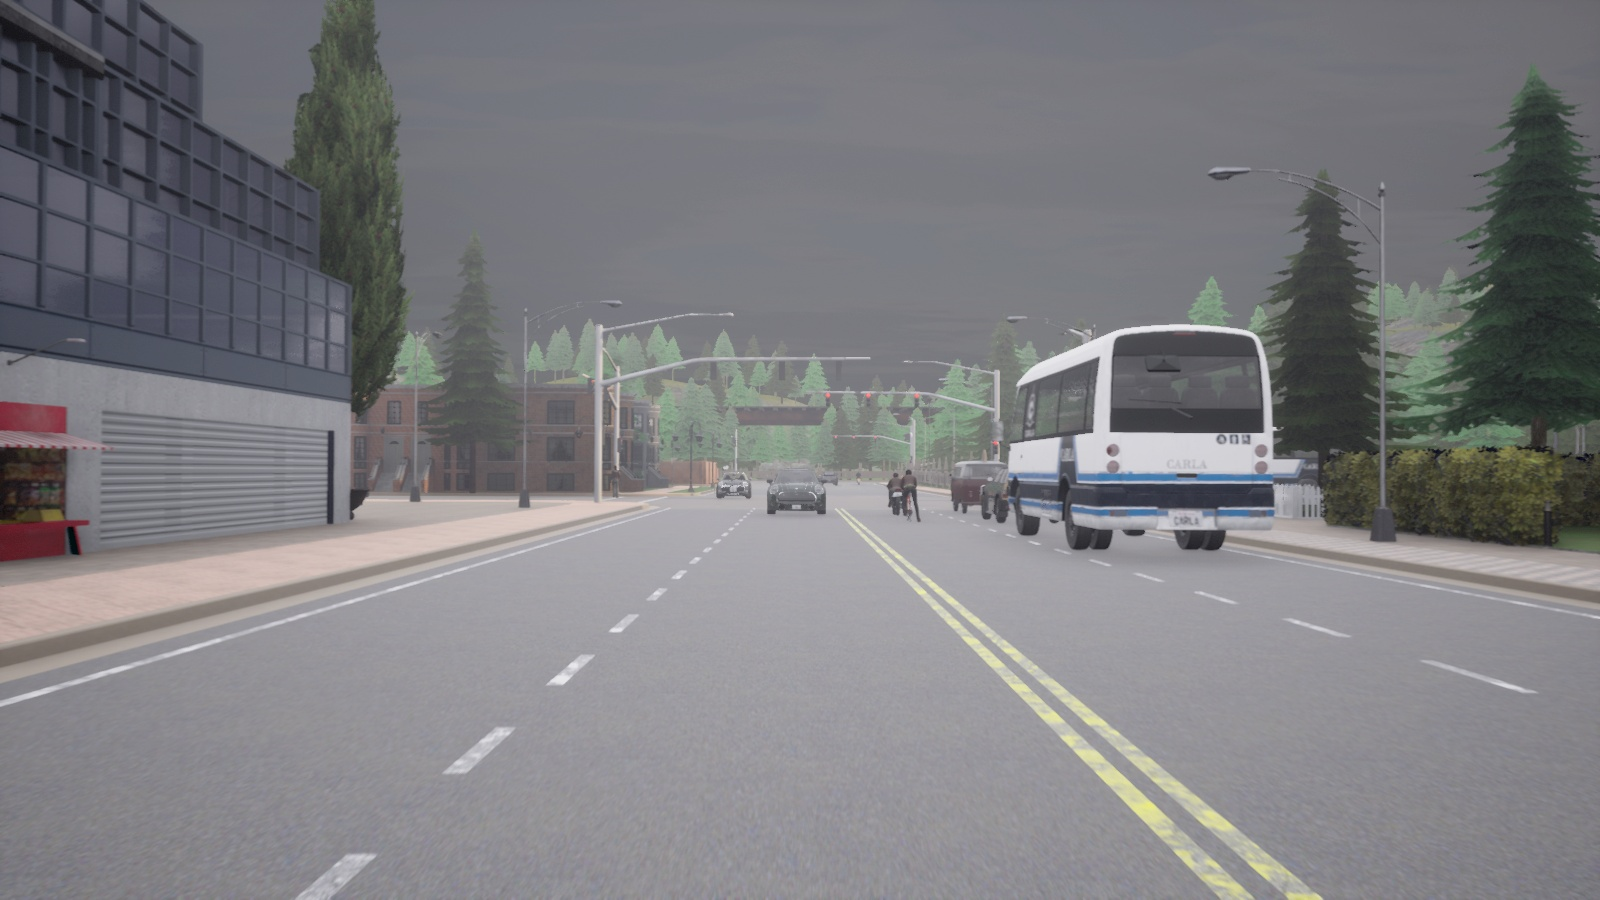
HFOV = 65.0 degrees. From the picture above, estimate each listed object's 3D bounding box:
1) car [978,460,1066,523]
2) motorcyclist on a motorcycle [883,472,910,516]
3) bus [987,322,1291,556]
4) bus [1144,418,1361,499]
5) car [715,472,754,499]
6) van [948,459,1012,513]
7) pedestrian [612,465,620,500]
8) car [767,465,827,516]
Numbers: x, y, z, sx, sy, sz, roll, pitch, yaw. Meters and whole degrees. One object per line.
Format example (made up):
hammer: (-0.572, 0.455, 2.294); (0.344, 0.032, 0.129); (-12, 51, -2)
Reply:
car: (6.903, 1.265, 39.494); (1.932, 1.855, 4.605); (0, -1, 0)
motorcyclist on a motorcycle: (3.392, 1.526, 44.374); (0.797, 1.523, 2.044); (0, -1, 0)
bus: (6.926, -0.121, 28.001); (3.944, 4.253, 10.273); (0, -1, 0)
bus: (24.322, 0.479, 67.997); (10.273, 4.253, 3.944); (0, -1, 0)
car: (-3.672, 1.979, 70.758); (1.970, 1.475, 3.806); (0, -1, 0)
van: (6.881, 1.350, 48.387); (1.775, 1.987, 4.442); (0, -1, 0)
pedestrian: (-10.383, 1.836, 70.870); (0.402, 1.930, 0.666); (0, -1, -12)
car: (-0.112, 1.442, 45.929); (2.097, 1.767, 4.553); (0, -1, 0)
